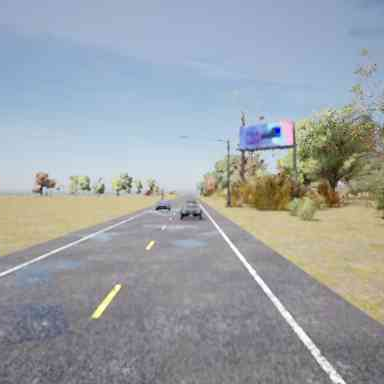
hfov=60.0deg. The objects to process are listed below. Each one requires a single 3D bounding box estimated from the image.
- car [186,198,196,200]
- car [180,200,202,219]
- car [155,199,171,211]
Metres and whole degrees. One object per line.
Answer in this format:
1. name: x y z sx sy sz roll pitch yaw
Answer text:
1. car: -0.087 1.624 46.396 1.837 1.490 4.892 0 -1 0
2. car: -0.062 1.679 29.760 1.895 1.301 4.718 0 0 0
3. car: -3.656 1.668 43.257 2.033 1.411 5.357 0 0 0
